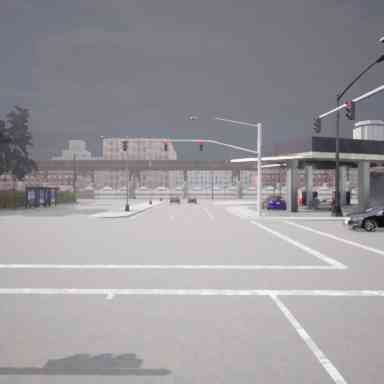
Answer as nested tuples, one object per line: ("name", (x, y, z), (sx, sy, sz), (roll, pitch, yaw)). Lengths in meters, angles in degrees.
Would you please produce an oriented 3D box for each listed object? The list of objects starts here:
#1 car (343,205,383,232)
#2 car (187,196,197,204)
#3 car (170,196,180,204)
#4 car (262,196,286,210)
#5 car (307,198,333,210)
("car", (11.445, 1.491, 19.458), (4.902, 1.511, 2.128), (0, 0, -1))
("car", (0.037, 1.547, 64.324), (2.033, 1.411, 5.357), (0, 0, 0))
("car", (-3.361, 1.491, 66.247), (2.128, 1.511, 4.902), (0, 0, 0))
("car", (9.733, 1.295, 39.643), (2.242, 1.667, 4.611), (0, 0, 0))
("car", (15.478, 1.456, 40.402), (1.970, 1.475, 3.806), (0, 0, 0))
